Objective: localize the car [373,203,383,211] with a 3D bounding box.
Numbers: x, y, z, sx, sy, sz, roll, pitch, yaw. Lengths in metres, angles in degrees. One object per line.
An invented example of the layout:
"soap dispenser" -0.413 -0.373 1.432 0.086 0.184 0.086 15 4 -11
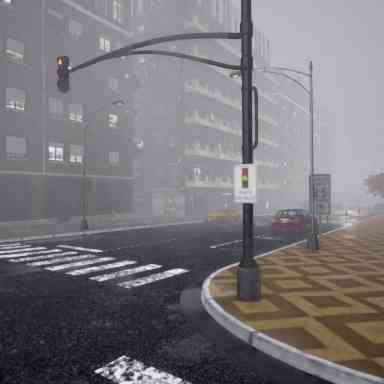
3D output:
"car" 32.543 2.583 57.508 1.947 1.339 4.313 -2 -2 35

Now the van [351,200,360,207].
"van" 42.042 2.882 85.392 1.690 1.788 3.998 -2 -2 35

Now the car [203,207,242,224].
"car" 2.804 2.002 29.898 1.752 1.417 4.829 -2 -2 35

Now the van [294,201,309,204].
"van" 15.959 2.174 48.483 1.690 1.788 3.998 -2 -2 35

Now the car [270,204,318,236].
"car" 6.423 1.750 20.628 1.967 1.590 4.097 -2 -2 35

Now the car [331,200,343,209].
"car" 29.018 2.501 66.926 2.192 1.841 5.009 -2 -2 35
